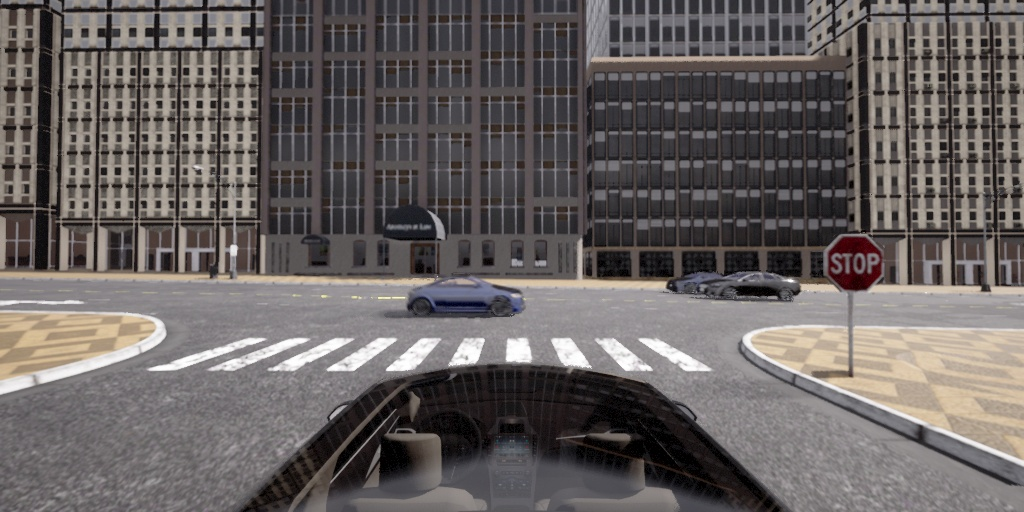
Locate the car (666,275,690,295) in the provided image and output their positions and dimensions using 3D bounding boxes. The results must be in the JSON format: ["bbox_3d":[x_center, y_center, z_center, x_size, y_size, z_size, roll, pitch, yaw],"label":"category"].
[{"bbox_3d":[12.032,1.717,22.597,4.181,1.385,1.994,1,-1,1],"label":"car"}]

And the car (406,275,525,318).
[{"bbox_3d":[-1.617,1.395,12.905,4.181,1.385,1.994,0,0,1],"label":"car"}]

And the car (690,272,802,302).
[{"bbox_3d":[12.736,1.602,19.339,4.902,1.511,2.128,1,-1,1],"label":"car"}]
